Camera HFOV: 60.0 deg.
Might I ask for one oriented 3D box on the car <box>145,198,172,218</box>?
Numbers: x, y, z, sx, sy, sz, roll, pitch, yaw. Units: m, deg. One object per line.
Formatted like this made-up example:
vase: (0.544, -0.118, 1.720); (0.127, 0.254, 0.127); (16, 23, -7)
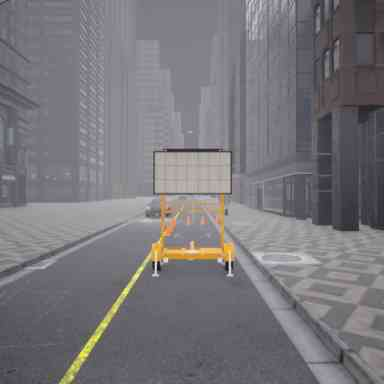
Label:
car: (-3.068, 1.401, 31.088); (2.097, 1.767, 4.553); (0, 0, 0)

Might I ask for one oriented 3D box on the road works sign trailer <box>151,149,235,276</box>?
road works sign trailer: (0.022, 0.472, 10.307); (2.380, 3.560, 2.880); (0, 0, 0)
